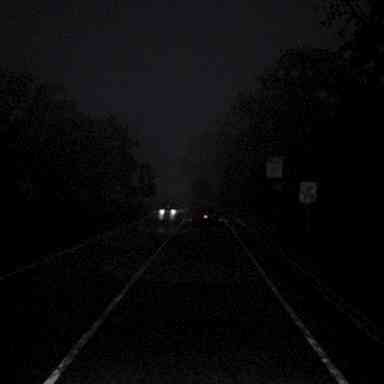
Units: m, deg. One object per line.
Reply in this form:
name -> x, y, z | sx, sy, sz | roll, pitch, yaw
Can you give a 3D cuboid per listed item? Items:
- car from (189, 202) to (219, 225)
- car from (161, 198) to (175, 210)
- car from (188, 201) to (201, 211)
car -> 0.998, 1.703, 25.185 | 1.994, 1.385, 4.181 | 0, 0, 1
car -> -3.441, 1.664, 46.611 | 1.837, 1.490, 4.892 | 0, 1, -7
car -> 0.538, 1.752, 41.845 | 1.994, 1.385, 4.181 | 0, 0, -5
